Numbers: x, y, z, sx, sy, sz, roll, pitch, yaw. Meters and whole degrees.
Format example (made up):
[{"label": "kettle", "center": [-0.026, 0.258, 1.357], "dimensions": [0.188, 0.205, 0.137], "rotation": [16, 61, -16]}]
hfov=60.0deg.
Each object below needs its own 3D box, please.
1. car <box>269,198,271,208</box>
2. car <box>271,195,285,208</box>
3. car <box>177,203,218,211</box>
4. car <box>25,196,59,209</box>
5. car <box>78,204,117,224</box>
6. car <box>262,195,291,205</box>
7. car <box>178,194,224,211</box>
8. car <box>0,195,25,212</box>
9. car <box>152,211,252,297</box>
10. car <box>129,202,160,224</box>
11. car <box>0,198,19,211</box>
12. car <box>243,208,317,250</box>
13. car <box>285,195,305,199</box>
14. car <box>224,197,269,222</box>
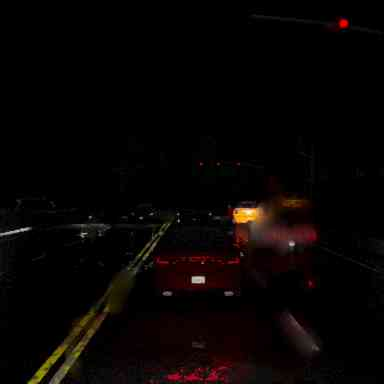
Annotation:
[{"label": "car", "center": [6.732, 1.492, 40.897], "dimensions": [4.902, 1.511, 2.128], "rotation": [0, 0, -2]}, {"label": "car", "center": [9.360, 1.477, 44.477], "dimensions": [5.008, 1.535, 1.882], "rotation": [0, 0, -2]}, {"label": "car", "center": [0.125, 1.547, 18.864], "dimensions": [2.033, 1.411, 5.357], "rotation": [0, 0, 0]}, {"label": "car", "center": [-19.952, 1.347, 43.607], "dimensions": [4.553, 1.767, 2.097], "rotation": [0, 0, -2]}, {"label": "car", "center": [-6.978, 1.565, 24.894], "dimensions": [1.994, 1.385, 4.181], "rotation": [0, 0, 1]}, {"label": "car", "center": [14.897, 1.352, 58.841], "dimensions": [4.553, 1.767, 2.097], "rotation": [0, 0, -2]}, {"label": "car", "center": [1.162, 1.221, 37.230], "dimensions": [5.566, 2.045, 2.150], "rotation": [0, 0, -2]}, {"label": "car", "center": [-21.985, 1.210, 36.542], "dimensions": [5.566, 2.045, 2.150], "rotation": [1, 0, -2]}, {"label": "car", "center": [0.110, 1.478, 8.642], "dimensions": [1.882, 1.535, 5.008], "rotation": [0, 0, 0]}, {"label": "car", "center": [-3.478, 1.526, 25.179], "dimensions": [1.812, 1.442, 4.674], "rotation": [0, 0, 0]}, {"label": "car", "center": [-23.863, 1.483, 39.990], "dimensions": [4.902, 1.511, 2.128], "rotation": [0, 0, -2]}, {"label": "car", "center": [3.618, 1.601, 14.311], "dimensions": [1.895, 1.301, 4.718], "rotation": [0, 0, 0]}, {"label": "car", "center": [15.838, 1.478, 51.871], "dimensions": [5.008, 1.535, 1.882], "rotation": [0, 0, -2]}, {"label": "car", "center": [3.657, 1.352, 23.294], "dimensions": [2.097, 1.767, 4.553], "rotation": [0, 0, 1]}]
